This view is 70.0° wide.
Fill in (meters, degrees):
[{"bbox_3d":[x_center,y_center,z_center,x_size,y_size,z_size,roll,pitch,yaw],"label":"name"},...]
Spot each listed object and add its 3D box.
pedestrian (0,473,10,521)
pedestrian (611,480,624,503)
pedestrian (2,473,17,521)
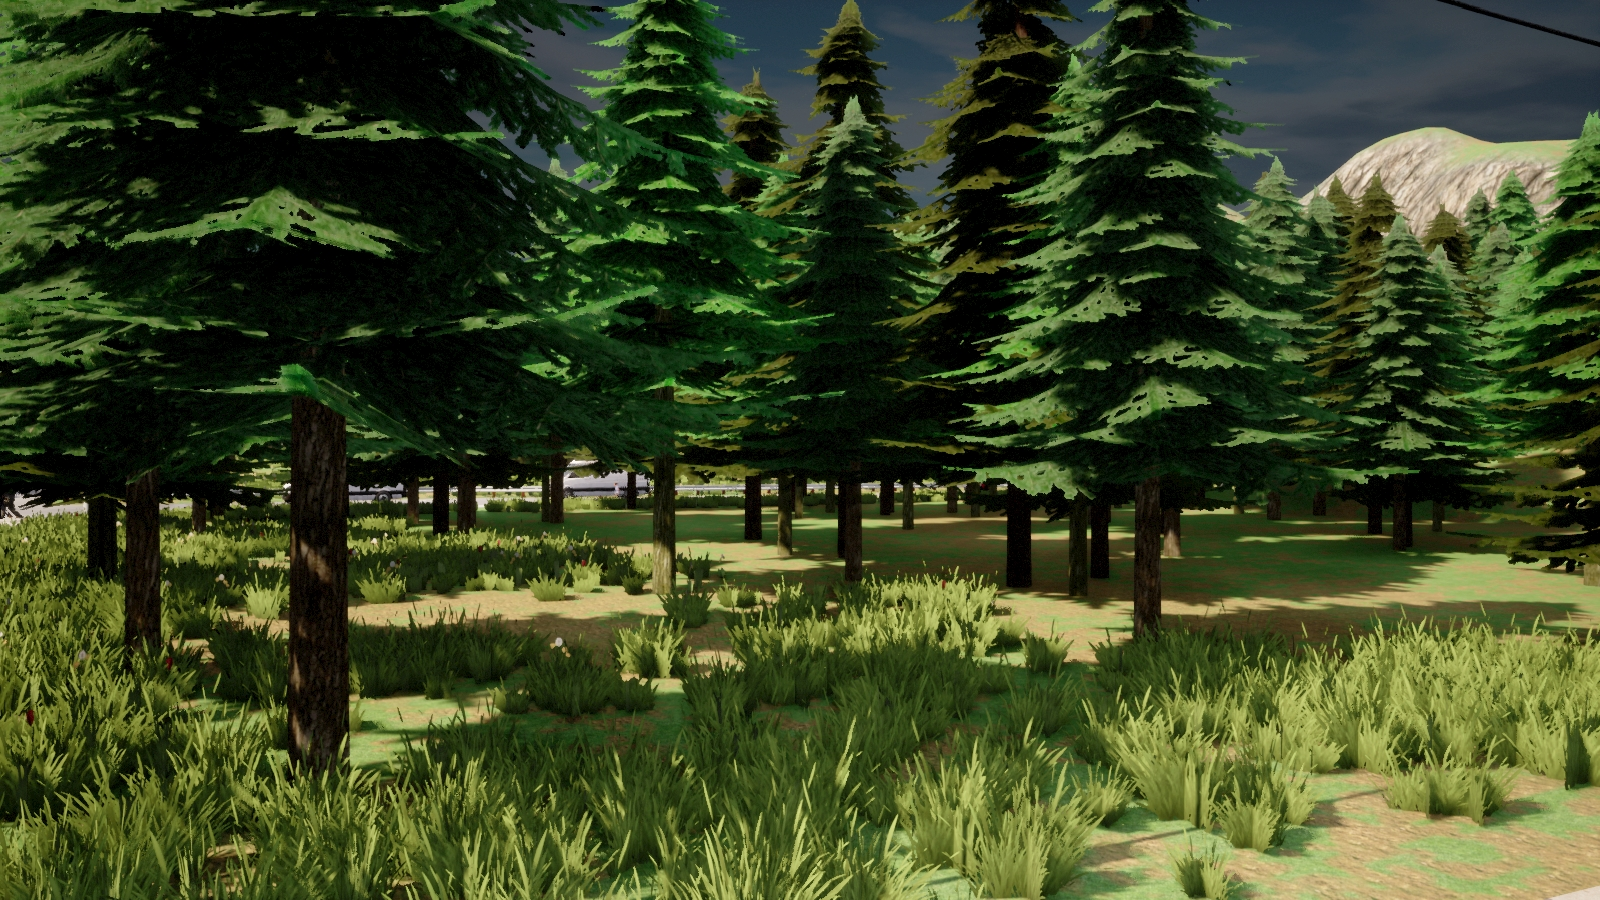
[{"bbox_3d":[-30.914,1.826,44.315,0.375,1.860,0.375,0,0,-19],"label":"pedestrian"},{"bbox_3d":[-9.023,2.050,56.472,0.500,1.100,0.500,0,0,-29],"label":"pedestrian"},{"bbox_3d":[-31.121,1.844,45.005,0.375,1.860,0.375,0,0,-14],"label":"pedestrian"}]
